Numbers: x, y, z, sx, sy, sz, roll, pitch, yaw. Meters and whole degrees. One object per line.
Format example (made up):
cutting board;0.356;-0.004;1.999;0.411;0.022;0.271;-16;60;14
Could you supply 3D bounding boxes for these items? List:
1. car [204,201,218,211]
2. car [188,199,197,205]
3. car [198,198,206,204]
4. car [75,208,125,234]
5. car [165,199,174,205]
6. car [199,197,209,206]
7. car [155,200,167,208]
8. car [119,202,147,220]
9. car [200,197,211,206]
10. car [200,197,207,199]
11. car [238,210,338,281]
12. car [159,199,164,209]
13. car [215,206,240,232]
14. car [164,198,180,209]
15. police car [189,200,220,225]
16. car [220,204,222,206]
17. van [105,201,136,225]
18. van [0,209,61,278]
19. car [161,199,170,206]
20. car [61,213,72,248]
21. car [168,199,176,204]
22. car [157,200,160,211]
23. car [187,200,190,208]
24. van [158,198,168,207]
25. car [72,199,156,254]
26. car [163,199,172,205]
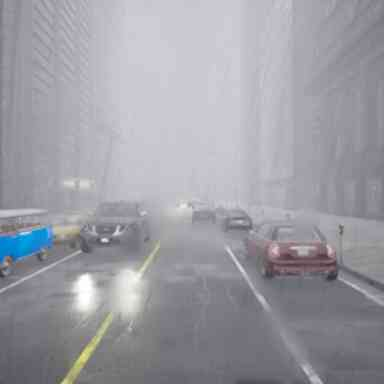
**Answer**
car;2.803;2.111;49.654;1.802;1.307;4.206;0;-1;0
car;0.066;2.248;76.107;1.994;1.385;4.181;0;-1;0
car;2.841;2.486;94.742;1.967;1.590;4.097;0;-1;0
car;-5.747;1.776;21.475;2.008;1.369;4.403;0;-1;0
car;-5.693;2.477;83.474;1.947;1.339;4.313;0;-1;0
car;2.826;2.162;77.836;2.192;1.841;5.009;0;-1;0
car;-5.712;2.235;60.929;1.802;1.307;4.206;0;-1;0
car;-5.738;1.786;32.749;1.967;1.590;4.097;0;-1;0
car;2.821;2.097;72.200;2.192;1.841;5.009;0;-1;0
car;2.812;2.094;60.928;1.967;1.590;4.097;0;-1;0
car;2.768;1.547;10.203;1.967;1.590;4.097;0;-1;0
car;-5.722;2.095;49.657;1.947;1.339;4.313;0;-1;0
car;2.778;1.792;21.474;1.947;1.339;4.313;0;-1;0
car;-3.018;2.082;55.231;2.128;1.511;4.902;0;-1;0
police car;0.923;1.713;27.195;1.930;1.638;5.238;0;-1;0
car;2.793;1.990;38.382;1.802;1.307;4.206;0;-1;0
van;-5.743;1.627;27.114;1.690;1.788;3.998;0;-1;0
van;-5.757;1.448;10.205;1.690;1.788;3.998;0;-1;0
car;-5.703;2.304;72.032;1.752;1.417;4.829;0;-1;0
car;-5.752;1.689;15.670;1.752;1.417;4.829;0;-1;0
car;-5.684;2.596;94.747;2.008;1.369;4.403;0;-1;0
car;-5.727;2.034;44.021;1.947;1.339;4.313;0;-1;0
car;0.052;2.150;60.196;1.837;1.490;4.892;0;-1;0
van;-5.709;2.058;66.568;1.690;1.788;3.998;0;-1;0
car;-3.088;1.373;14.548;2.150;2.045;5.566;0;-1;0
car;-5.698;2.428;77.838;1.802;1.307;4.206;0;-1;0
